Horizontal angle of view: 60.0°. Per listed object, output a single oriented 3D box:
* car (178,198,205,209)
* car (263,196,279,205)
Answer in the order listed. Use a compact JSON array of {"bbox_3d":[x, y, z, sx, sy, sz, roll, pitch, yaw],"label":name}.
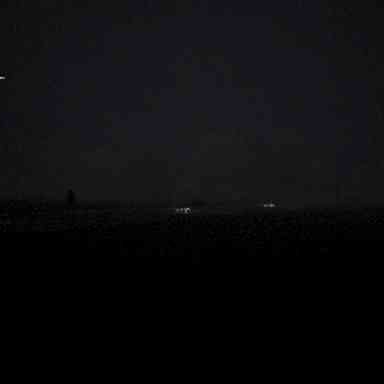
[{"bbox_3d":[-0.046,1.629,47.858,1.837,1.490,4.892,2,2,36],"label":"car"},{"bbox_3d":[17.100,1.760,71.573,2.097,1.767,4.553,2,0,36],"label":"car"}]
